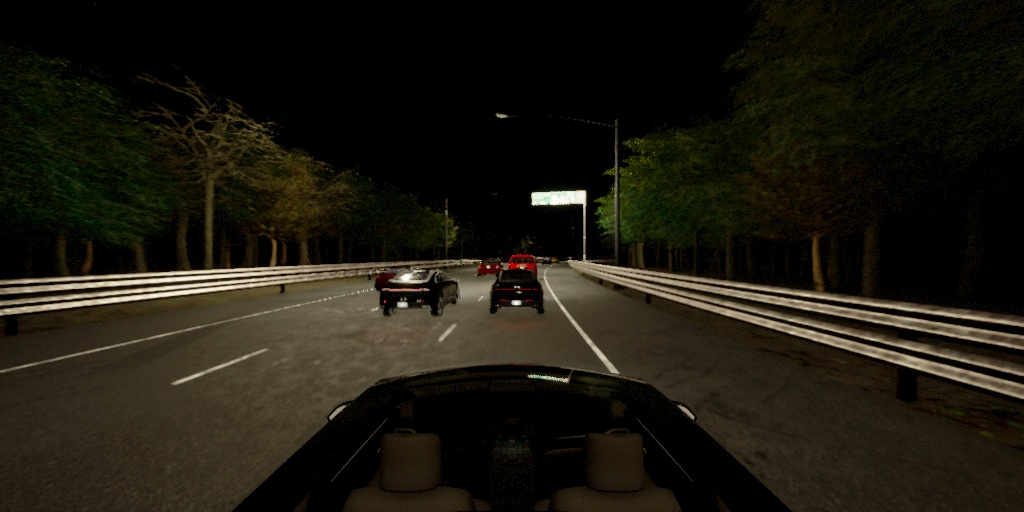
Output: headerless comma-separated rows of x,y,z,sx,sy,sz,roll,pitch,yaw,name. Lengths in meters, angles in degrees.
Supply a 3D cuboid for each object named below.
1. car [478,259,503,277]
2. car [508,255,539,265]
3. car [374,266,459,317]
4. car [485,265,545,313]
-1.970,1.074,34.819,2.097,1.767,4.553,0,0,5,car
0.852,0.957,27.143,2.150,2.045,5.566,0,0,4,car
-3.196,1.229,13.160,2.128,1.511,4.902,0,0,2,car
0.217,1.250,13.930,1.837,1.490,4.892,0,0,2,car
